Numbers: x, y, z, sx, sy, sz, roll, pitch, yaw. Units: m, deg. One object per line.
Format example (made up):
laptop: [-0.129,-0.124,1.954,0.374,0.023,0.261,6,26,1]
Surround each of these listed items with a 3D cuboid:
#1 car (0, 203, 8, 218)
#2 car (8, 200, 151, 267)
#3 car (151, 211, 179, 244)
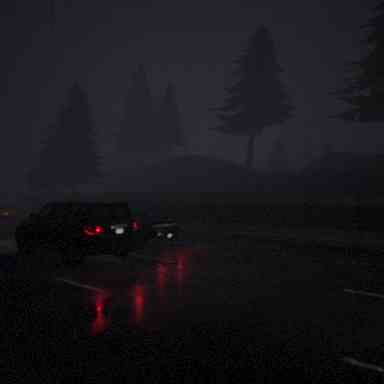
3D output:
car: [-17.376,1.713,30.200,1.882,1.535,5.008,0,0,-40]
car: [-4.277,1.311,12.008,5.566,2.045,2.150,0,0,40]
car: [-2.767,1.600,15.357,4.902,1.511,2.128,0,0,40]
